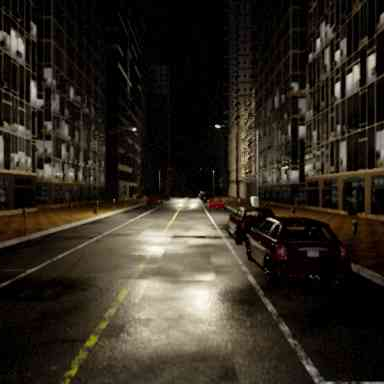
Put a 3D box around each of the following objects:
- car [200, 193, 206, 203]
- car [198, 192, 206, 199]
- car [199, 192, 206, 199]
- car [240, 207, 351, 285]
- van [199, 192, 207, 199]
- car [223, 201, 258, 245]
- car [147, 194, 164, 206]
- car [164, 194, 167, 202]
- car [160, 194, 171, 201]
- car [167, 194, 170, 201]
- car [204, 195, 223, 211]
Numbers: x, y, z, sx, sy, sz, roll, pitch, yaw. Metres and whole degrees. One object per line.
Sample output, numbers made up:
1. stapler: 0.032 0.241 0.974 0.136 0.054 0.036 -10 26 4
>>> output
1. car: 2.724 1.271 54.874 1.947 1.339 4.313 0 0 0
2. car: 2.745 0.926 89.026 1.967 1.590 4.097 0 0 0
3. car: 2.731 1.201 66.258 1.947 1.339 4.313 0 0 0
4. car: 2.697 1.394 9.335 1.967 1.590 4.097 0 0 0
5. van: 2.742 0.865 83.334 1.690 1.788 3.998 0 0 0
6. car: 2.700 1.366 15.027 1.967 1.590 4.097 0 0 0
7. car: -5.660 1.284 49.193 1.887 1.381 4.507 0 0 0
8. car: -5.656 1.287 54.886 1.802 1.307 4.206 0 0 0
9. car: -5.646 1.164 71.963 1.947 1.339 4.313 0 0 0
10. car: -5.649 1.179 66.271 1.887 1.381 4.507 0 0 0
11. car: 2.714 1.351 37.797 1.887 1.381 4.507 0 0 0
